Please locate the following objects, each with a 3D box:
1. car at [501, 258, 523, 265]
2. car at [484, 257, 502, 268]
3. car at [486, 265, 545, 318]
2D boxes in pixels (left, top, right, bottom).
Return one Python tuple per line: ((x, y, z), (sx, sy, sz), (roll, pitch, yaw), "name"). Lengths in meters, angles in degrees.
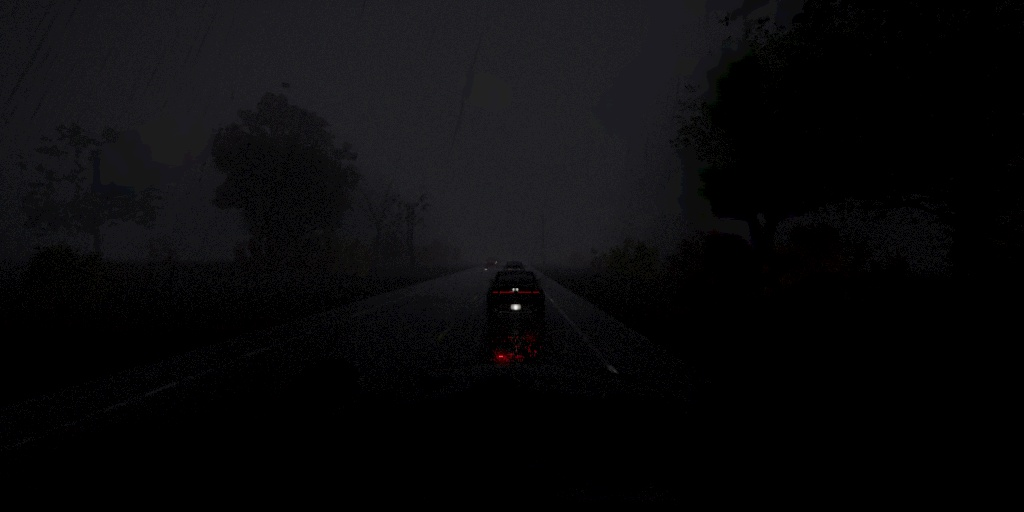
((0.196, 1.209, 31.036), (1.837, 1.490, 4.892), (0, 0, 0), "car")
((-3.225, 1.015, 57.330), (2.097, 1.767, 4.553), (0, 0, 1), "car")
((0.117, 1.238, 12.902), (1.837, 1.490, 4.892), (0, 0, 0), "car")
